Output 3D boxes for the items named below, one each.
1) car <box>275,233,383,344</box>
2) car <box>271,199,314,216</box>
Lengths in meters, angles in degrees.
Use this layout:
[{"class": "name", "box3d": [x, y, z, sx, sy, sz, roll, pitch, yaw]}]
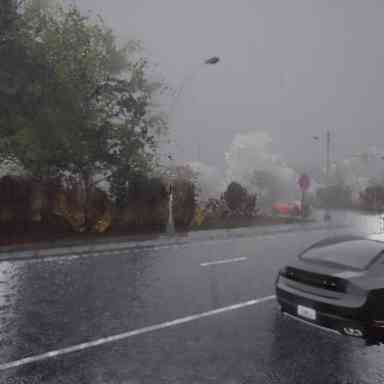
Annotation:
[{"class": "car", "box3d": [3.680, 1.564, 6.371, 4.892, 1.490, 1.837, 1, 0, -36]}, {"class": "car", "box3d": [10.712, 1.614, 35.573, 2.097, 1.767, 4.553, 1, 0, -32]}]
